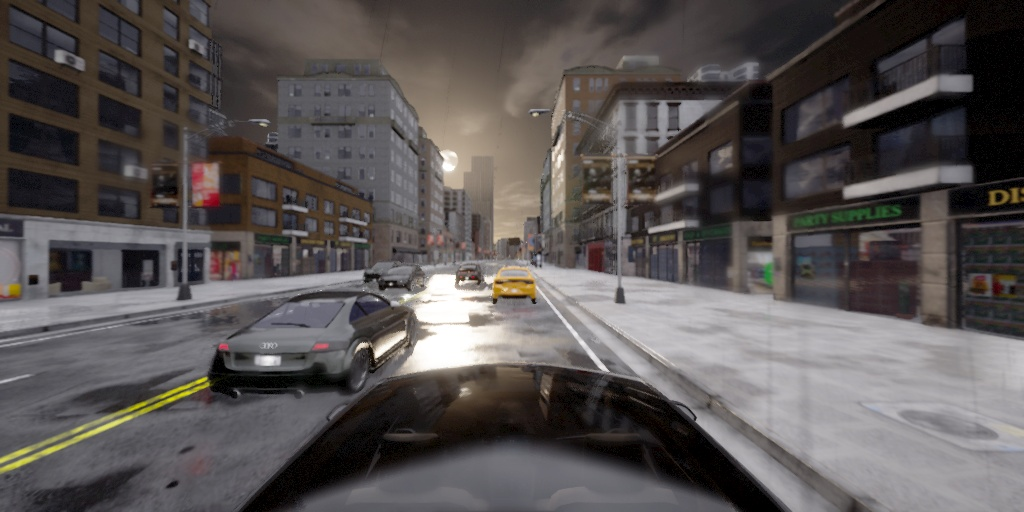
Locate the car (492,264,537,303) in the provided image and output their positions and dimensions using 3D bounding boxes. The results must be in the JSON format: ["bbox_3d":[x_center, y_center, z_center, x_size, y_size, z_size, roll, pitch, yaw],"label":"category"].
[{"bbox_3d":[0.102,1.264,17.045,1.882,1.535,5.008,0,0,0],"label":"car"}]

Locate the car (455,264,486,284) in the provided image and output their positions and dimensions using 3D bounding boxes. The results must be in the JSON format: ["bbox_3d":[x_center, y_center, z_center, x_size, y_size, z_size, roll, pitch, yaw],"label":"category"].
[{"bbox_3d":[-3.146,1.316,27.454,1.837,1.490,4.892,0,0,0],"label":"car"}]

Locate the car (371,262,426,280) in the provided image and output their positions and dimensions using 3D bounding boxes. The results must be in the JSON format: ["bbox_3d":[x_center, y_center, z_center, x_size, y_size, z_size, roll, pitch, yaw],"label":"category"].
[{"bbox_3d":[-6.589,1.303,21.949,1.837,1.490,4.892,0,0,0],"label":"car"}]

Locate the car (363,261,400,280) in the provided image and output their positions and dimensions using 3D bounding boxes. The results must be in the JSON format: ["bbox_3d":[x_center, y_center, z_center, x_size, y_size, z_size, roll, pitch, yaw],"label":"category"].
[{"bbox_3d":[-9.819,1.164,27.956,2.097,1.767,4.553,0,0,0],"label":"car"}]

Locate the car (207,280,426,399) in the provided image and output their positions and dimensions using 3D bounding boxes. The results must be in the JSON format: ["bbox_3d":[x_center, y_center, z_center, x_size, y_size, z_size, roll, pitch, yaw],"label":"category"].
[{"bbox_3d":[-3.149,1.326,6.638,1.994,1.385,4.181,0,0,0],"label":"car"}]
